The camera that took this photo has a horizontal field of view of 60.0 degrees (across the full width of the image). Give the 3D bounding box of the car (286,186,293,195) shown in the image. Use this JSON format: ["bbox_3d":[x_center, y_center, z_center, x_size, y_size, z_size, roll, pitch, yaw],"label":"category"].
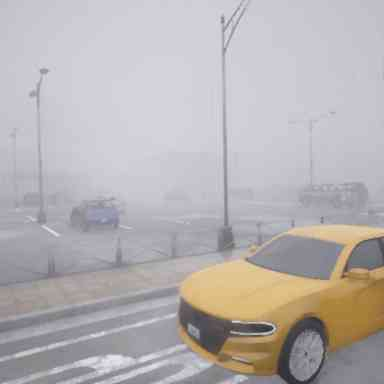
[{"bbox_3d":[17.453,-0.497,51.697,1.932,1.855,4.605,-2,2,-32],"label":"car"}]

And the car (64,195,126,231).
[{"bbox_3d":[-5.070,1.081,17.019,1.845,1.501,3.633,-2,2,-32],"label":"car"}]

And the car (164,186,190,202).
[{"bbox_3d":[-2.026,0.395,40.545,1.845,1.501,3.633,-2,2,-32],"label":"car"}]

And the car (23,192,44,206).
[{"bbox_3d":[-18.774,0.793,39.152,2.007,1.523,4.514,-2,2,-32],"label":"car"}]

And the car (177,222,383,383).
[{"bbox_3d":[2.138,1.307,5.271,5.008,1.535,1.882,-2,2,-32],"label":"car"}]

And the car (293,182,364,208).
[{"bbox_3d":[10.797,0.246,26.662,1.932,1.855,4.605,-2,2,-32],"label":"car"}]

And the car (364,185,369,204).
[{"bbox_3d":[13.050,0.134,28.539,1.905,1.878,3.866,-2,2,-32],"label":"car"}]

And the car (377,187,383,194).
[{"bbox_3d":[28.624,-0.408,46.837,2.007,1.523,4.514,-2,2,-32],"label":"car"}]

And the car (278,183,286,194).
[{"bbox_3d":[16.108,-0.693,60.115,1.905,1.878,3.866,-2,2,-32],"label":"car"}]

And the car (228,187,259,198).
[{"bbox_3d":[6.492,0.073,45.760,2.007,1.523,4.514,-2,2,-32],"label":"car"}]

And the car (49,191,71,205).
[{"bbox_3d":[-16.134,0.689,40.845,2.152,1.636,5.027,-2,2,-32],"label":"car"}]

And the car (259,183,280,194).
[{"bbox_3d":[12.965,-0.315,58.894,1.970,1.475,3.806,-2,2,-32],"label":"car"}]
